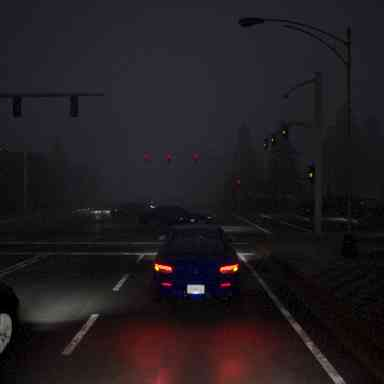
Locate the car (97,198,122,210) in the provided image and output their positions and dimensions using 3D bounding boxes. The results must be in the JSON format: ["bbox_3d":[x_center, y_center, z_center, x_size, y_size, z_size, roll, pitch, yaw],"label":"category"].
[{"bbox_3d":[-10.645,1.530,42.292,1.812,1.442,4.674,0,0,0],"label":"car"}]

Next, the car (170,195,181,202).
[{"bbox_3d":[-3.482,1.359,69.834,2.097,1.767,4.553,0,0,0],"label":"car"}]

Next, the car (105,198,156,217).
[{"bbox_3d":[-5.585,1.567,30.912,1.994,1.385,4.181,0,0,34],"label":"car"}]

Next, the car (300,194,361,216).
[{"bbox_3d":[13.062,1.225,31.106,5.566,2.045,2.150,0,0,0],"label":"car"}]

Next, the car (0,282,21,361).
[{"bbox_3d":[-3.442,1.505,2.952,1.837,1.490,4.892,0,0,0],"label":"car"}]

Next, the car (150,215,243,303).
[{"bbox_3d":[0.130,1.527,8.087,1.812,1.442,4.674,0,0,2],"label":"car"}]

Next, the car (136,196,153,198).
[{"bbox_3d":[-7.149,1.357,46.352,2.097,1.767,4.553,0,0,0],"label":"car"}]

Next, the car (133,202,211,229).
[{"bbox_3d":[-0.968,1.528,20.513,4.674,1.442,1.812,0,0,1],"label":"car"}]

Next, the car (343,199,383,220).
[{"bbox_3d":[15.884,1.550,27.607,5.357,1.411,2.033,0,0,0],"label":"car"}]
